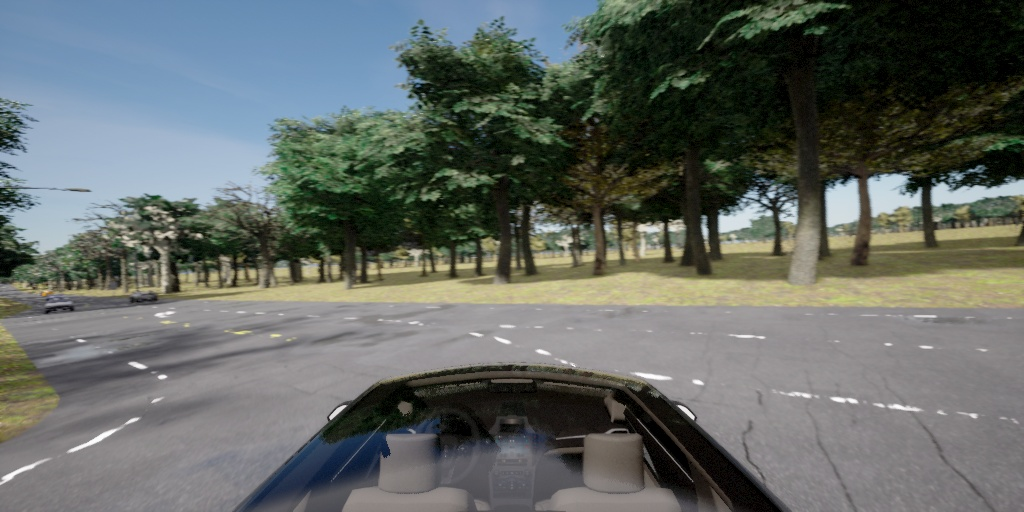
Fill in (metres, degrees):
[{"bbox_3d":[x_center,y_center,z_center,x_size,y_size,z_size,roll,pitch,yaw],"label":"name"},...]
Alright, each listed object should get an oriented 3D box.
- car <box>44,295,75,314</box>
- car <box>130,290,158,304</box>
[{"bbox_3d":[-47.942,5.218,38.033,5.357,1.411,2.033,-4,0,39],"label":"car"},{"bbox_3d":[-45.203,5.013,43.987,4.902,1.511,2.128,-4,0,34],"label":"car"}]
